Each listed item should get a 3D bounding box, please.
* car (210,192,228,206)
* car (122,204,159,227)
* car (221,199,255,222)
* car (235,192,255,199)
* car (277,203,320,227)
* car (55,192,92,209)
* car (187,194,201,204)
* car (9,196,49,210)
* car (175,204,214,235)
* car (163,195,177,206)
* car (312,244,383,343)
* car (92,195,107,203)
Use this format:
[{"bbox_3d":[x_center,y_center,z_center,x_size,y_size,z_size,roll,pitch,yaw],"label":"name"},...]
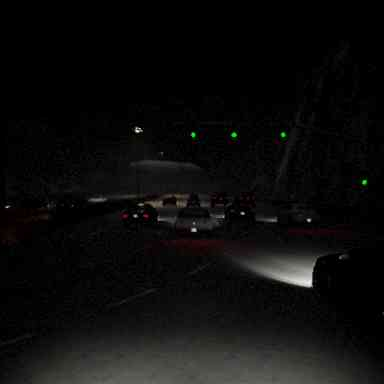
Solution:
[{"bbox_3d":[3.743,0.980,45.736,2.150,2.045,5.566,0,1,0],"label":"car"},{"bbox_3d":[-3.396,1.488,22.550,2.033,1.411,5.357,0,0,0],"label":"car"},{"bbox_3d":[3.612,1.486,25.689,1.994,1.385,4.181,0,0,0],"label":"car"},{"bbox_3d":[7.244,0.978,45.939,2.150,2.045,5.566,0,1,0],"label":"car"},{"bbox_3d":[7.091,1.475,22.469,1.812,1.442,4.674,0,0,0],"label":"car"},{"bbox_3d":[-13.913,1.055,38.715,2.150,2.045,5.566,0,1,0],"label":"car"},{"bbox_3d":[0.231,1.323,44.276,2.033,1.411,5.357,0,1,0],"label":"car"},{"bbox_3d":[-13.989,1.406,28.622,1.837,1.490,4.892,0,0,0],"label":"car"},{"bbox_3d":[0.102,1.563,18.501,1.895,1.301,4.718,0,0,0],"label":"car"},{"bbox_3d":[-3.230,1.203,49.214,2.128,1.511,4.902,0,1,0],"label":"car"},{"bbox_3d":[3.601,1.553,5.592,1.994,1.385,4.181,0,0,0],"label":"car"},{"bbox_3d":[-13.833,1.241,48.895,1.812,1.442,4.674,0,1,0],"label":"car"}]
